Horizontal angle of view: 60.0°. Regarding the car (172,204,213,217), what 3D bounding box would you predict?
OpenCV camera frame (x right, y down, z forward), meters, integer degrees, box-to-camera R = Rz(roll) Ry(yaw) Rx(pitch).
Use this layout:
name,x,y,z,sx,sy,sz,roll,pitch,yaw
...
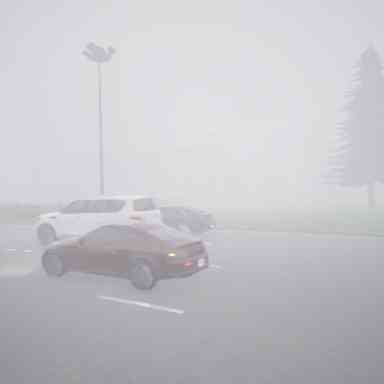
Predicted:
name,x,y,z,sx,sy,sz,roll,pitch,yaw
car,-1.264,1.392,16.445,4.892,1.490,1.837,-1,0,24

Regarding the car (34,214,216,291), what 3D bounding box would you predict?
name,x,y,z,sx,sy,sz,roll,pitch,yaw
car,-1.834,1.485,8.721,4.674,1.442,1.812,-1,0,28

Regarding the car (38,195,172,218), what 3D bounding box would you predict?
name,x,y,z,sx,sy,sz,roll,pitch,yaw
car,-3.921,1.182,13.837,5.566,2.045,2.150,-1,0,23
